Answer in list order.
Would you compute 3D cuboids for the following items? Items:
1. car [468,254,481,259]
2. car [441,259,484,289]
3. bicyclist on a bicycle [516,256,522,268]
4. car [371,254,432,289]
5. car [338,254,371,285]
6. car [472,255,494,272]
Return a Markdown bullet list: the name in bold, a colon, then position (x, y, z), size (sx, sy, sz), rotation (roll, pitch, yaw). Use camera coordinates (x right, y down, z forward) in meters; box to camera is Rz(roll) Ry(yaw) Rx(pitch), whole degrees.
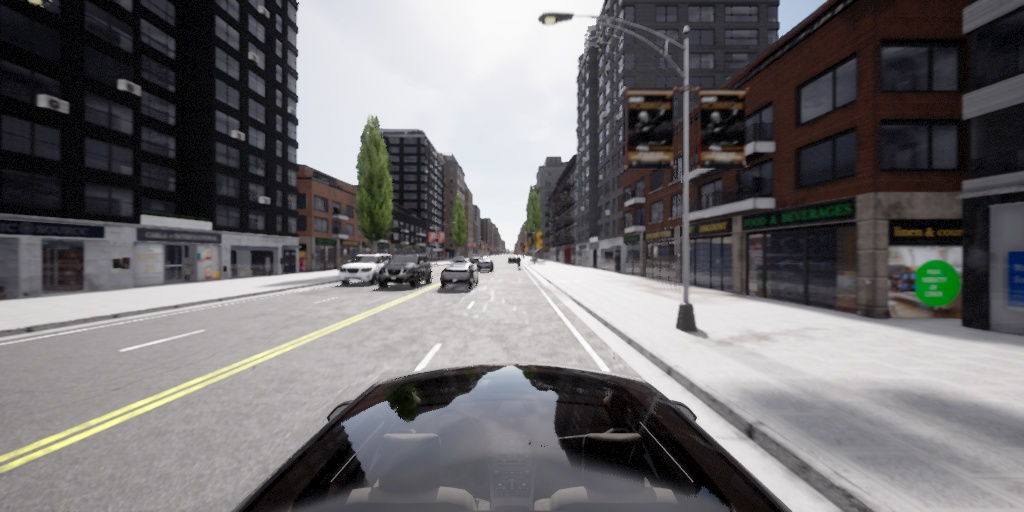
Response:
- **car**: position (-6.483, 0.613, 64.087), size (2.150, 2.045, 5.566), rotation (0, 0, 1)
- **car**: position (-3.139, 1.136, 22.182), size (2.128, 1.511, 4.902), rotation (0, 0, 0)
- **bicyclist on a bicycle**: position (0.917, 0.877, 45.682), size (0.659, 1.776, 1.843), rotation (0, 1, 0)
- **car**: position (-6.586, 0.864, 22.693), size (2.150, 2.045, 5.566), rotation (0, 0, 0)
- **car**: position (-9.833, 0.852, 24.864), size (2.150, 2.045, 5.566), rotation (0, 0, 0)
- **car**: position (-3.126, 1.017, 42.471), size (2.128, 1.511, 4.902), rotation (0, 0, 0)
